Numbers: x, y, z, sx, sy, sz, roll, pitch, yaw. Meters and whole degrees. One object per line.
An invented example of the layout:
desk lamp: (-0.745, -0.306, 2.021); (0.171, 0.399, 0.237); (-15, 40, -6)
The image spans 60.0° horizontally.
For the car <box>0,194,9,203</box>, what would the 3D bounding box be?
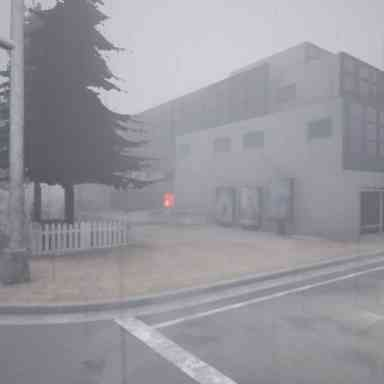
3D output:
car: (-35.806, 1.375, 63.033); (1.845, 1.501, 3.633); (0, 0, -37)

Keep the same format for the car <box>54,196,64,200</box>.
car: (-34.786, 1.395, 86.744); (1.845, 1.501, 3.633); (0, 0, -37)
